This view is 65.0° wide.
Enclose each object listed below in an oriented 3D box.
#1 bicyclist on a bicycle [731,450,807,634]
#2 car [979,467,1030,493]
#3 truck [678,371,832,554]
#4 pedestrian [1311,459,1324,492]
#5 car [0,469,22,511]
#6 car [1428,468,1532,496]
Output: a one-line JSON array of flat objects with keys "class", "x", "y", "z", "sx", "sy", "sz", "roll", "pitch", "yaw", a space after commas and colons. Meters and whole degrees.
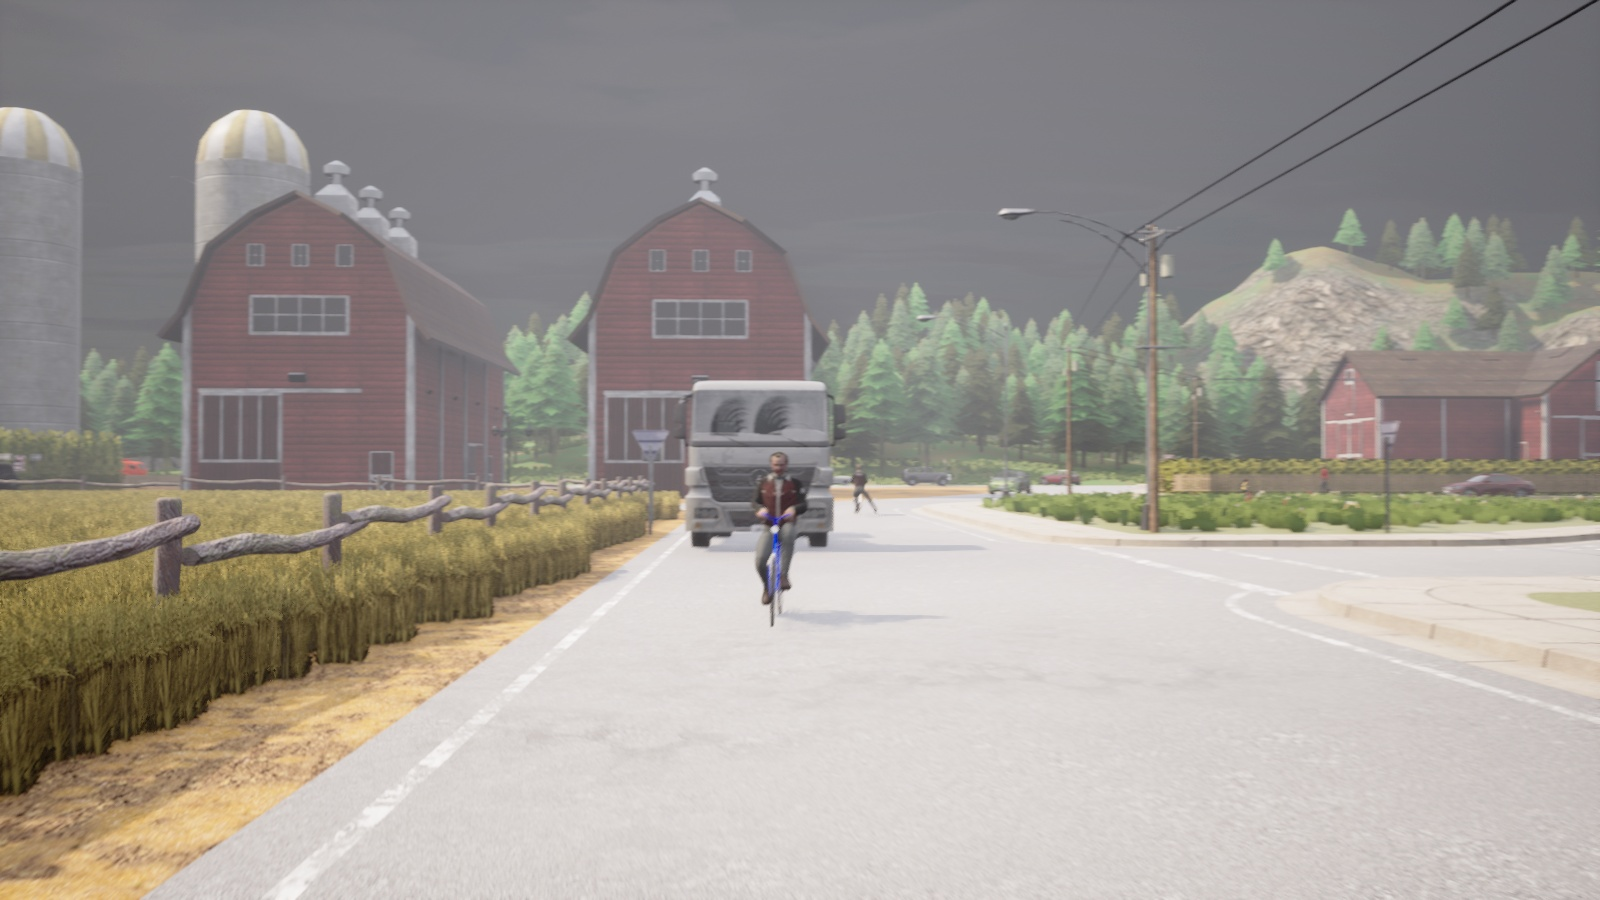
[{"class": "bicyclist on a bicycle", "x": -0.292, "y": 0.906, "z": 13.033, "sx": 0.659, "sy": 1.776, "sz": 1.843, "roll": 0, "pitch": -1, "yaw": 3}, {"class": "car", "x": 12.606, "y": 1.853, "z": 77.140, "sx": 2.007, "sy": 1.525, "sz": 4.514, "roll": -1, "pitch": -1, "yaw": 23}, {"class": "truck", "x": -0.996, "y": 0.306, "z": 27.865, "sx": 2.891, "sy": 3.462, "sz": 7.936, "roll": 0, "pitch": -1, "yaw": -2}, {"class": "pedestrian", "x": 29.467, "y": 1.458, "z": 71.507, "sx": 0.636, "sy": 1.846, "sz": 0.331, "roll": 0, "pitch": -1, "yaw": 2}, {"class": "car", "x": -37.789, "y": 1.835, "z": 57.066, "sx": 3.866, "sy": 1.878, "sz": 1.905, "roll": -1, "pitch": -1, "yaw": 12}, {"class": "car", "x": 36.852, "y": 1.719, "z": 68.093, "sx": 4.674, "sy": 1.442, "sz": 1.812, "roll": 0, "pitch": -1, "yaw": -2}]
